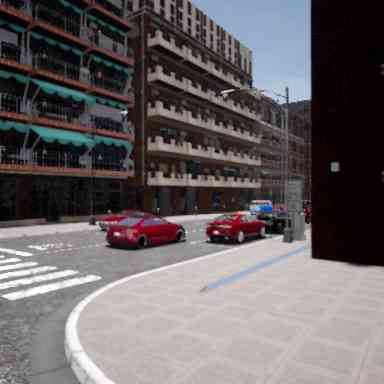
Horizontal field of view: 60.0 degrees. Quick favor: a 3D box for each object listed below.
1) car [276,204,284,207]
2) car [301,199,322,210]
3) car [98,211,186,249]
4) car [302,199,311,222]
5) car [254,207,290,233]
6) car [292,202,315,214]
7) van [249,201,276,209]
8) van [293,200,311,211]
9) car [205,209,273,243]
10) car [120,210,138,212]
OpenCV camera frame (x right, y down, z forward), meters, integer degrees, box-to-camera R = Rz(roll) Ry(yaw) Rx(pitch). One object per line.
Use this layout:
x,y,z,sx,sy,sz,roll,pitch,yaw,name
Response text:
11.730,2.269,45.611,1.802,1.307,4.206,-1,-1,35,car
21.469,2.233,59.538,2.192,1.841,5.009,-1,-1,35,car
-2.118,1.812,16.075,1.994,1.385,4.181,0,-1,35,car
12.022,1.835,31.525,2.192,1.841,5.009,-1,-1,35,car
5.507,1.935,22.256,1.947,1.339,4.313,-1,-1,35,car
15.680,2.229,46.591,1.837,1.490,4.892,0,-1,35,car
8.471,1.952,40.984,1.690,1.788,3.998,-1,-1,35,van
18.234,2.182,54.890,1.690,1.788,3.998,-1,-1,35,van
2.445,1.843,17.904,1.887,1.381,4.507,-1,-1,35,car
-4.381,1.895,22.708,1.802,1.307,4.206,-1,-1,35,car
